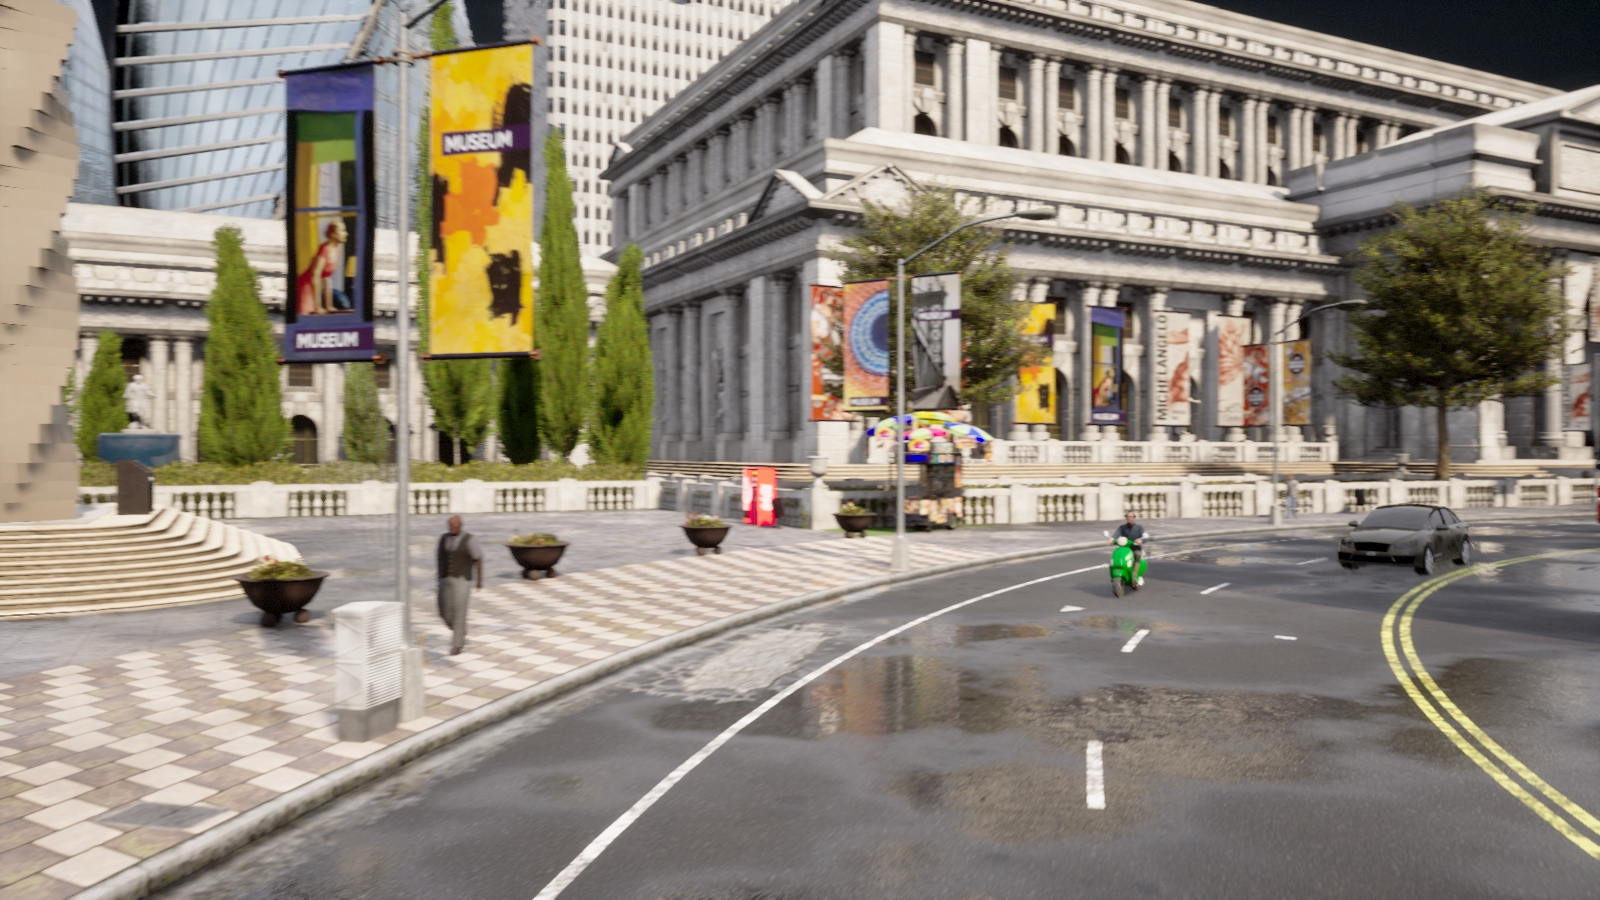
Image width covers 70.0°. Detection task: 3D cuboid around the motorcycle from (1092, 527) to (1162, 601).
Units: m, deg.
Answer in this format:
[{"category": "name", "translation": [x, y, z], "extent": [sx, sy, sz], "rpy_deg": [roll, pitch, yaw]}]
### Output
[{"category": "motorcycle", "translation": [6.371, 2.191, 22.203], "extent": [0.856, 1.236, 1.805], "rpy_deg": [1, 0, 31]}]

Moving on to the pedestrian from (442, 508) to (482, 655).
[{"category": "pedestrian", "translation": [-4.383, 1.691, 14.825], "extent": [0.375, 1.860, 0.375], "rpy_deg": [0, 0, 10]}]

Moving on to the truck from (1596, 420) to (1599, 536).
[{"category": "truck", "translation": [30.867, 0.934, 38.501], "extent": [8.468, 3.827, 2.891], "rpy_deg": [0, 0, -26]}]

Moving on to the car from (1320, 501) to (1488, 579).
[{"category": "car", "translation": [14.575, 2.082, 27.444], "extent": [2.231, 1.480, 4.892], "rpy_deg": [0, 0, 45]}]

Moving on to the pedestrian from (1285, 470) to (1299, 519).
[{"category": "pedestrian", "translation": [18.962, 1.724, 44.017], "extent": [0.375, 1.860, 0.375], "rpy_deg": [0, 0, -41]}]
